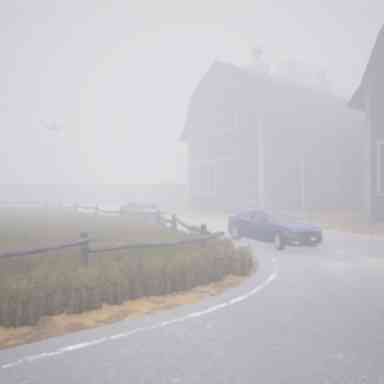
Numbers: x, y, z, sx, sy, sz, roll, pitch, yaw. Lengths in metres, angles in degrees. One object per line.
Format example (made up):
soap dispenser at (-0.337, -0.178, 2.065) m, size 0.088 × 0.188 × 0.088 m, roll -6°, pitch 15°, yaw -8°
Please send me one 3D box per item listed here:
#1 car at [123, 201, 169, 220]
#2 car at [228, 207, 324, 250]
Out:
car at (-3.584, 1.487, 24.668) m, size 1.837 × 1.490 × 4.892 m, roll 0°, pitch 0°, yaw -38°
car at (3.452, 1.464, 14.572) m, size 1.882 × 1.535 × 5.008 m, roll 0°, pitch 0°, yaw -25°
